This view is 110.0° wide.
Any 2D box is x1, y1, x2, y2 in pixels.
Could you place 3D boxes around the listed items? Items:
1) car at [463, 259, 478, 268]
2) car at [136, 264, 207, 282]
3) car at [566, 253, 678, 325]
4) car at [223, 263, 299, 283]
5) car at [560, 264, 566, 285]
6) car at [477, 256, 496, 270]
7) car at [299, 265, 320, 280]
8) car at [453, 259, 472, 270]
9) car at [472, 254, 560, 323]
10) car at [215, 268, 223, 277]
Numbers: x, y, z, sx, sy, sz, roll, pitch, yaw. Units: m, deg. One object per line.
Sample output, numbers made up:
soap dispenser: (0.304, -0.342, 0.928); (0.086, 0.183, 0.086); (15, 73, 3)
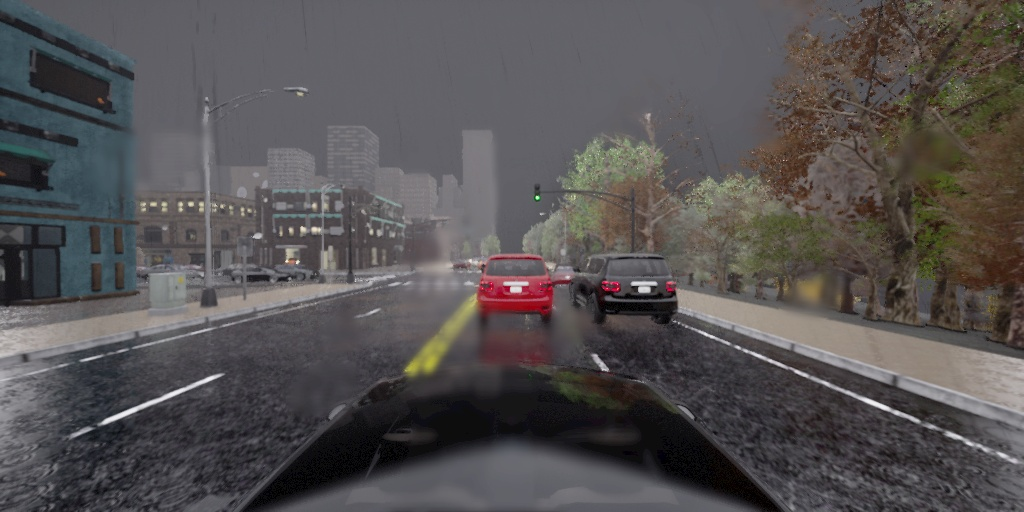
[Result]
car: (-6.551, 1.151, 57.143); (1.895, 1.301, 4.718); (0, 0, 0)
car: (-29.532, 1.472, 31.382); (4.902, 1.511, 2.128); (-1, 1, 0)
car: (3.364, 0.937, 11.820); (2.150, 2.045, 5.566); (0, 0, 0)
car: (-19.937, 1.472, 28.663); (4.313, 1.339, 1.948); (0, 0, 0)
car: (3.358, 1.238, 23.566); (1.994, 1.385, 4.181); (0, 0, 0)
car: (-3.327, 0.937, 47.751); (2.097, 1.767, 4.553); (0, 0, 0)
car: (-19.159, 1.425, 31.365); (4.181, 1.385, 1.994); (-1, 1, 0)
car: (-6.589, 1.185, 47.976); (1.895, 1.301, 4.718); (0, 0, 1)
car: (0.106, 0.938, 12.040); (2.150, 2.045, 5.566); (0, 1, 0)
car: (-28.267, 1.439, 37.179); (4.403, 1.370, 2.007); (0, 0, 0)
